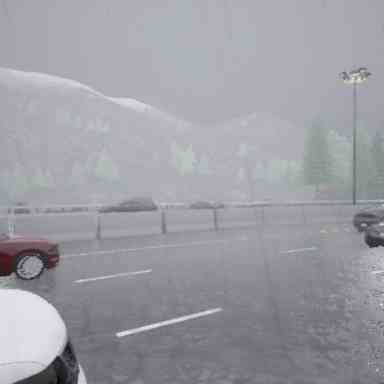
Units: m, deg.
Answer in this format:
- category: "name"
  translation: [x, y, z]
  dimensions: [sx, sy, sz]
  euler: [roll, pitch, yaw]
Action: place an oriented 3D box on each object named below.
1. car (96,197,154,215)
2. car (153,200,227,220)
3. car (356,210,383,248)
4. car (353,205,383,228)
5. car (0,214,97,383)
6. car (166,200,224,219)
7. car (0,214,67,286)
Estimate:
- category: "car"
  translation: [-5.871, 1.430, 29.176]
  dimensions: [4.892, 1.490, 1.837]
  euler: [0, 0, -31]
- category: "car"
  translation: [0.172, 1.491, 24.667]
  dimensions: [5.357, 1.411, 2.033]
  euler: [0, 0, -30]
- category: "car"
  translation: [8.856, 1.545, 13.244]
  dimensions: [4.181, 1.385, 1.994]
  euler: [0, 0, -30]
- category: "car"
  translation: [11.063, 1.477, 18.436]
  dimensions: [4.892, 1.490, 1.837]
  euler: [0, 0, -28]
- category: "car"
  translation: [-3.295, 1.212, 1.352]
  dimensions: [5.566, 2.045, 2.150]
  euler: [0, 0, -36]
- category: "car"
  translation: [0.280, 1.460, 28.728]
  dimensions: [4.674, 1.442, 1.812]
  euler: [0, 0, -29]
- category: "car"
  translation: [-5.866, 1.450, 8.070]
  dimensions: [5.008, 1.535, 1.882]
  euler: [0, 0, -35]
